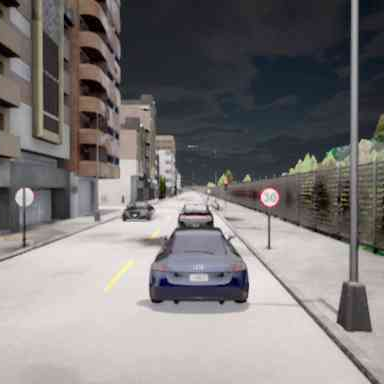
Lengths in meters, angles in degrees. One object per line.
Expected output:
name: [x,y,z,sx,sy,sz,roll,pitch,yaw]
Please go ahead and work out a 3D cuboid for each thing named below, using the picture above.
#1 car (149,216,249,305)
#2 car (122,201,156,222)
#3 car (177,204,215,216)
car: [0.141,1.509,8.045,1.994,1.385,4.181,0,0,0]
car: [-3.881,1.397,24.744,1.994,1.385,4.181,0,0,1]
car: [0.207,1.370,17.959,2.128,1.511,4.902,0,0,1]
